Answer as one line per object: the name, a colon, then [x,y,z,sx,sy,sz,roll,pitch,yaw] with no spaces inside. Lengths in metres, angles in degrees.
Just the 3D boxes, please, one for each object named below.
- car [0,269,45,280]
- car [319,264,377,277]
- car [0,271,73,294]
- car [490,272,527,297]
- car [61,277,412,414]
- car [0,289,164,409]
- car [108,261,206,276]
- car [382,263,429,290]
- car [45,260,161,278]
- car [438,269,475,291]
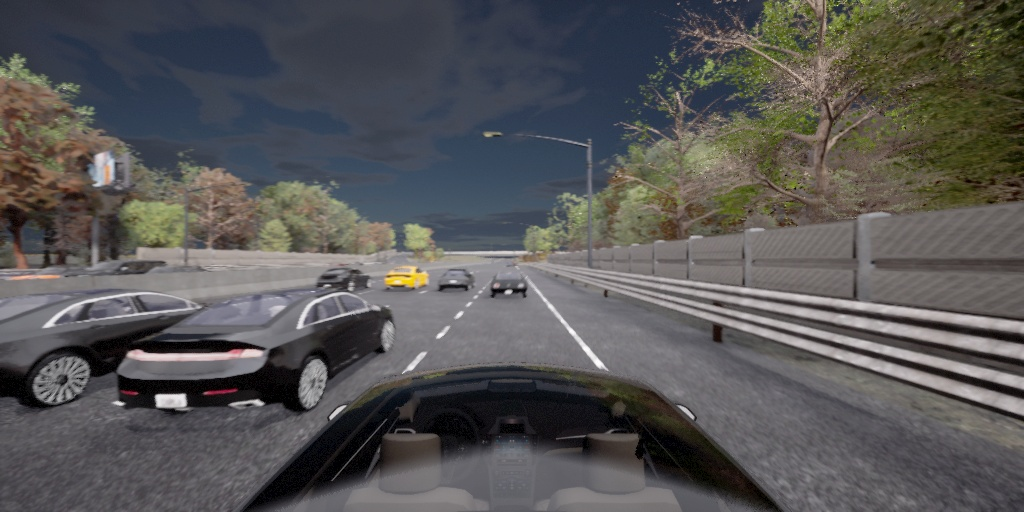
car: [-28.278,1.415,22.561,2.097,1.767,4.553,0,-1,0]
car: [-10.584,1.494,22.975,1.837,1.490,4.892,0,-1,0]
car: [-31.780,1.682,22.837,1.895,1.301,4.718,0,-1,0]
car: [-0.174,1.517,19.960,1.895,1.301,4.718,0,-1,0]
car: [-3.513,1.296,6.108,2.128,1.511,4.902,0,-1,0]
car: [-7.014,1.313,6.273,2.128,1.511,4.902,0,-1,0]
car: [-21.278,1.381,22.226,2.097,1.767,4.553,0,-1,0]
car: [-7.091,1.467,24.624,1.882,1.535,5.008,0,-1,0]
car: [-24.783,1.274,22.738,2.150,2.045,5.566,0,-1,0]
car: [-3.585,1.530,23.737,1.994,1.385,4.181,0,-1,0]
